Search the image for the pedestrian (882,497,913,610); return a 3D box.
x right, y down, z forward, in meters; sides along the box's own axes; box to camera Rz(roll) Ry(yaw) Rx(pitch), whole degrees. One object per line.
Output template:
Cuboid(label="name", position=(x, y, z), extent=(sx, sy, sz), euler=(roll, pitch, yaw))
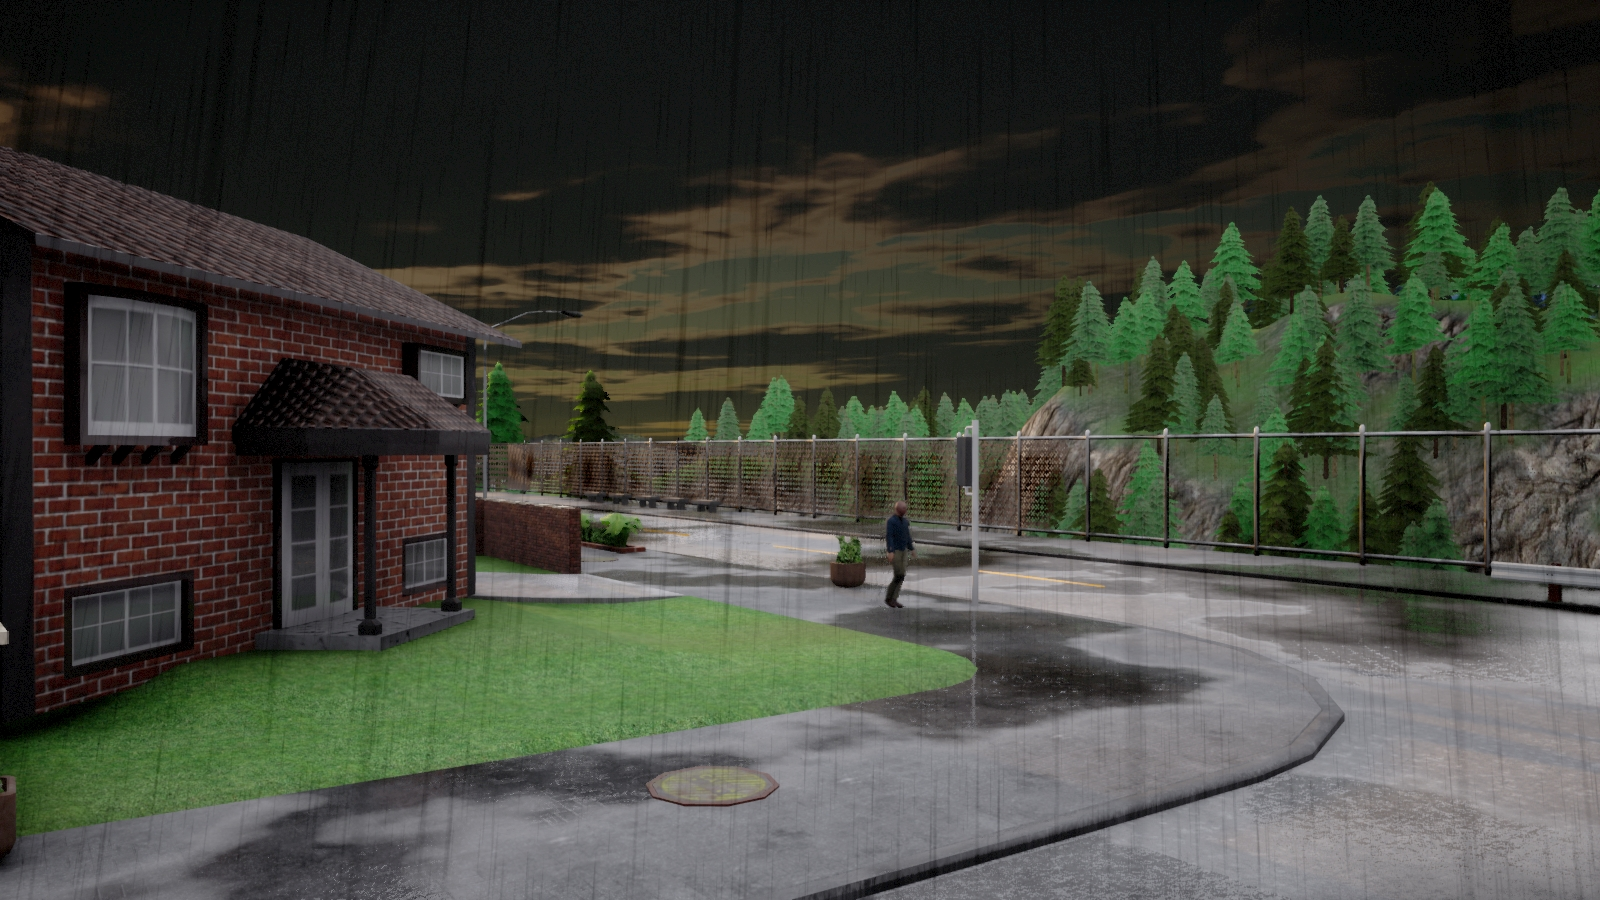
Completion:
Cuboid(label="pedestrian", position=(1.656, 1.745, 19.362), extent=(0.375, 1.860, 0.375), euler=(0, 0, 45))
